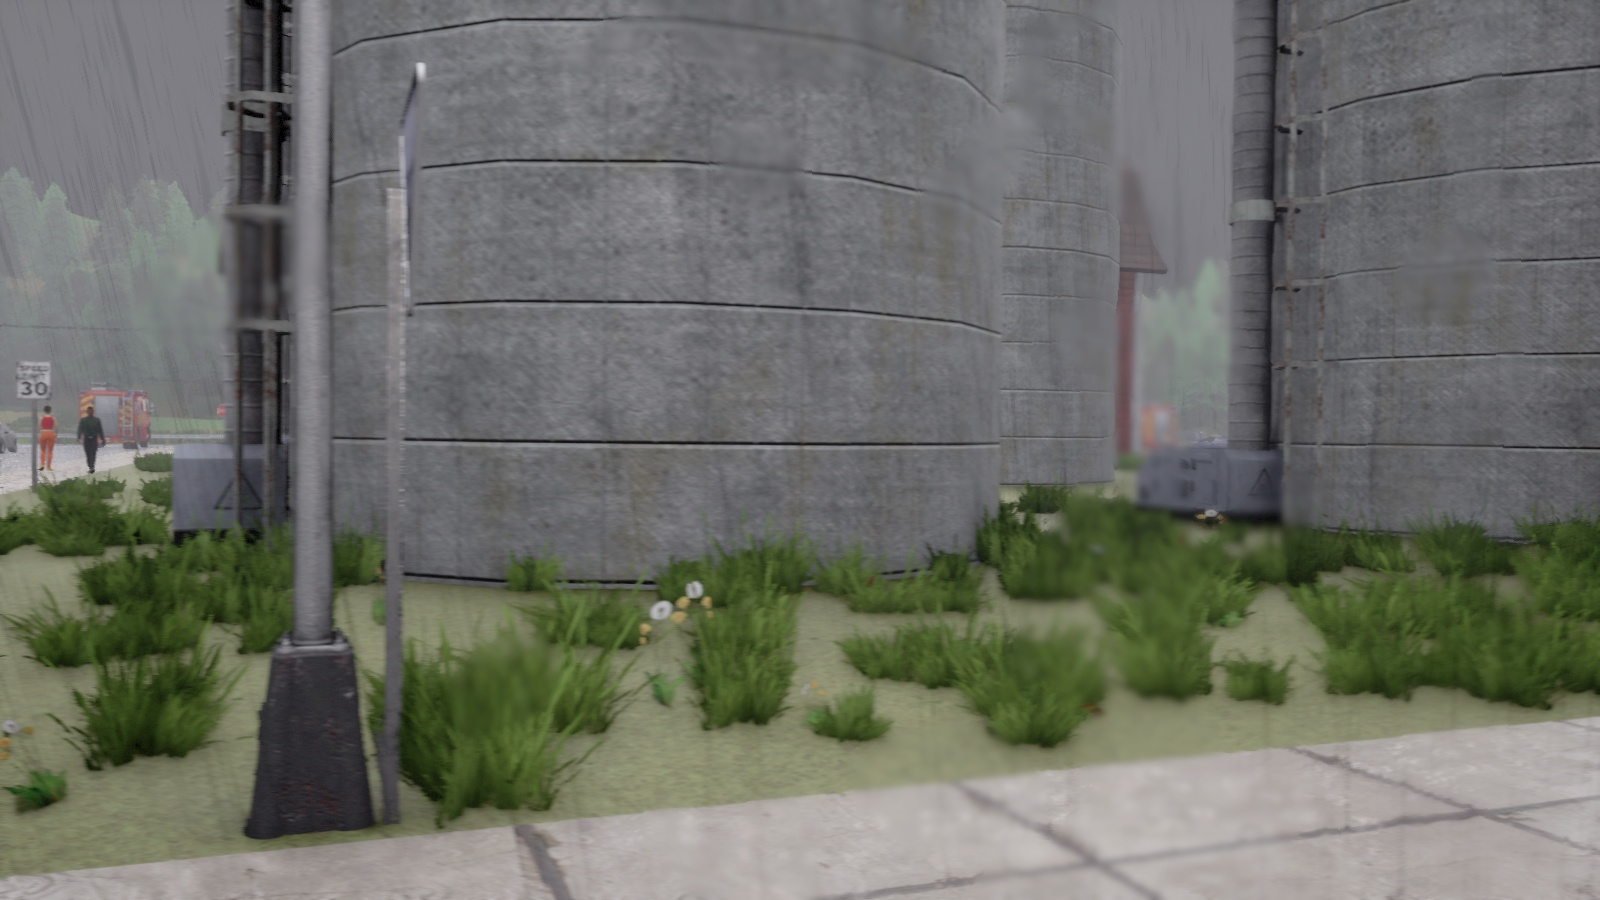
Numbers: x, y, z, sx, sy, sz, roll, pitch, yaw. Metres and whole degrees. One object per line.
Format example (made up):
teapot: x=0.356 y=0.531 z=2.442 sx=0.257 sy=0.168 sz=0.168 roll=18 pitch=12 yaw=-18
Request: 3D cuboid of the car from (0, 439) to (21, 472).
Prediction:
car: x=-38.267 y=0.256 z=59.334 sx=1.845 sy=1.501 sz=3.633 roll=-1 pitch=1 yaw=-22

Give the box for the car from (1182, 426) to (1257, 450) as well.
car: x=25.902 y=-0.734 z=77.673 sx=1.812 sy=1.442 sz=4.674 roll=-1 pitch=1 yaw=-21

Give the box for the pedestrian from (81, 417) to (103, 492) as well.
pedestrian: x=-18.549 y=0.116 z=32.906 sx=0.423 sy=1.949 sz=0.788 roll=-1 pitch=1 yaw=-26

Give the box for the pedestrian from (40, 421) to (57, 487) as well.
pedestrian: x=-21.076 y=0.106 z=35.214 sx=0.345 sy=1.836 sz=0.594 roll=-1 pitch=1 yaw=-28

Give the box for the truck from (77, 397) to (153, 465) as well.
truck: x=-40.731 y=-1.148 z=74.900 sx=2.891 sy=3.827 sz=8.468 roll=-1 pitch=1 yaw=-22

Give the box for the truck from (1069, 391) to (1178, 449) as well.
truck: x=22.225 y=-2.037 z=86.821 sx=2.891 sy=3.827 sz=8.468 roll=-1 pitch=1 yaw=-22
